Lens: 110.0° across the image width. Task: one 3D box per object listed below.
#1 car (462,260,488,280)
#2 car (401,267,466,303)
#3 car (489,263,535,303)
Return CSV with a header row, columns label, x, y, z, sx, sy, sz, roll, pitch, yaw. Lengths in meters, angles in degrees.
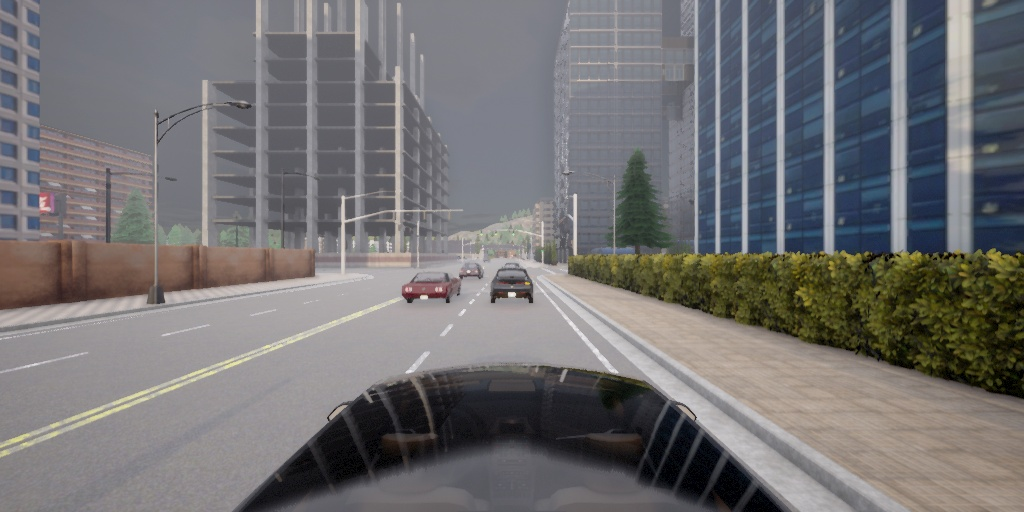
label,x,y,z,sx,sy,sz,roll,pitch,yaw
car,-3.500,1.312,31.500,2.033,1.411,5.357,0,0,0
car,-3.500,1.365,16.530,1.895,1.301,4.718,0,0,0
car,0.000,1.265,16.500,1.837,1.490,4.892,0,0,0
